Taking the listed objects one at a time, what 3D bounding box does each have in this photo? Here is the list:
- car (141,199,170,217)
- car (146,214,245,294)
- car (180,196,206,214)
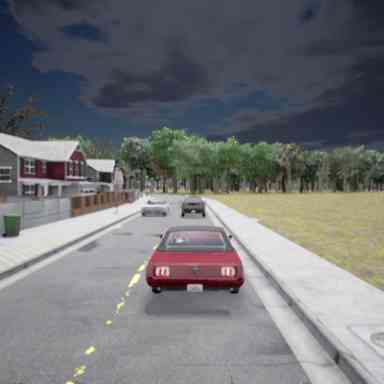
[{"bbox_3d":[-2.853,1.205,26.470,1.895,1.301,4.718,0,1,0],"label":"car"},{"bbox_3d":[0.095,1.474,8.421,1.895,1.301,4.718,0,1,1],"label":"car"},{"bbox_3d":[0.100,1.109,26.466,1.837,1.490,4.892,0,1,0],"label":"car"}]
